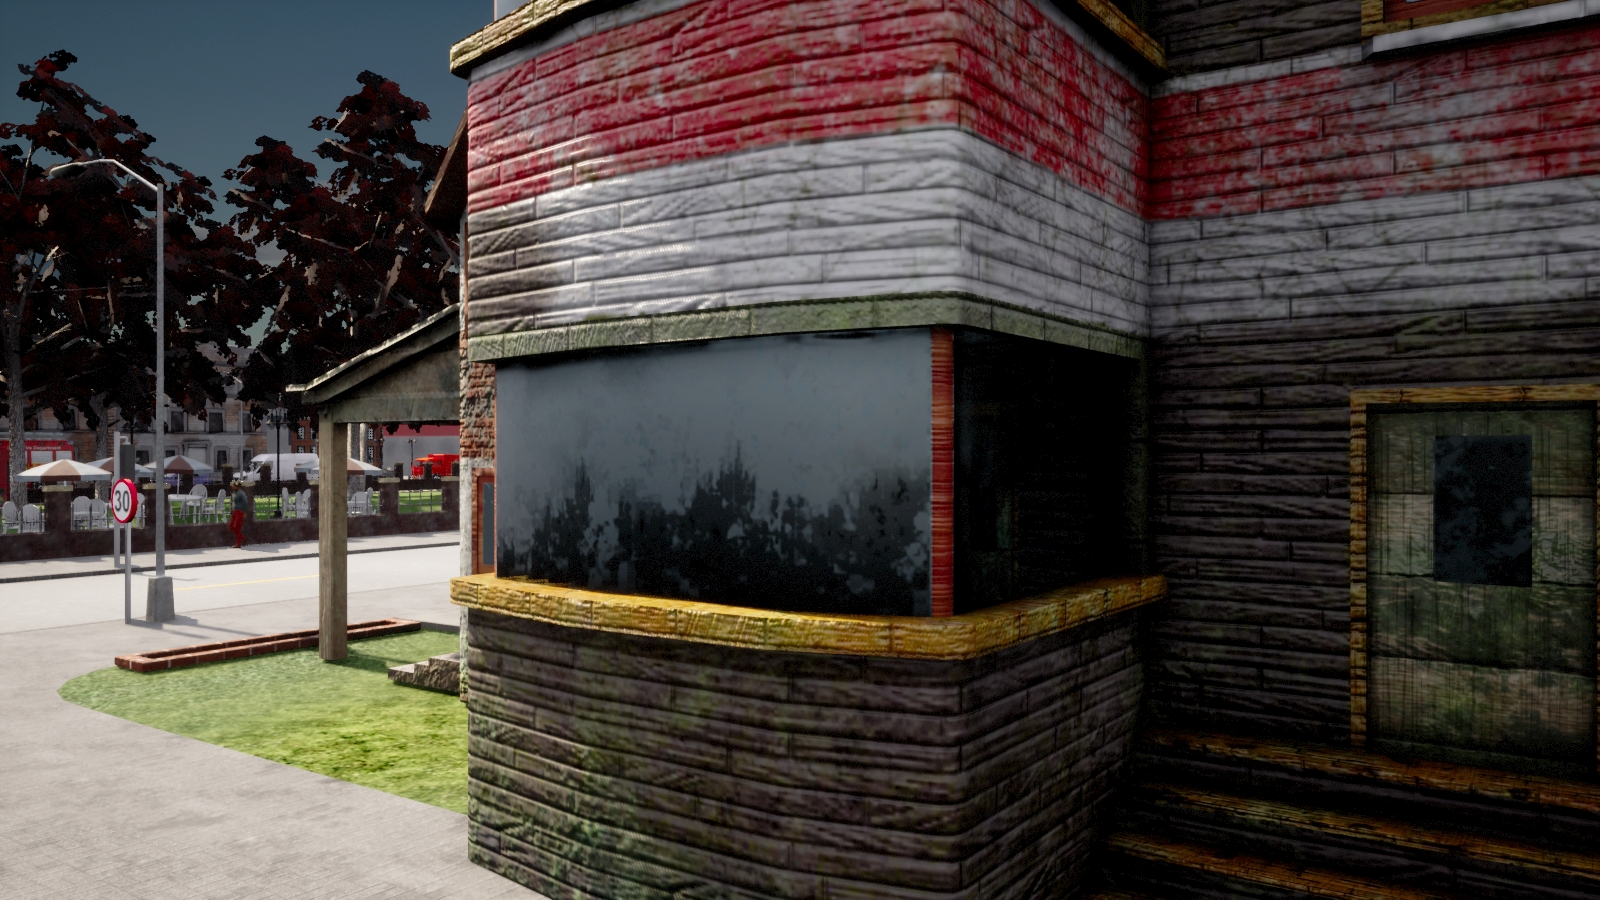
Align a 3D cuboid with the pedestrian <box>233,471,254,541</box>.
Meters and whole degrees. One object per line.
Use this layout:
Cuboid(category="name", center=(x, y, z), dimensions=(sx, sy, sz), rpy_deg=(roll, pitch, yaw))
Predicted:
Cuboid(category="pedestrian", center=(-15.109, 1.517, 30.999), dimensions=(0.375, 1.860, 0.375), rpy_deg=(0, 0, 36))
